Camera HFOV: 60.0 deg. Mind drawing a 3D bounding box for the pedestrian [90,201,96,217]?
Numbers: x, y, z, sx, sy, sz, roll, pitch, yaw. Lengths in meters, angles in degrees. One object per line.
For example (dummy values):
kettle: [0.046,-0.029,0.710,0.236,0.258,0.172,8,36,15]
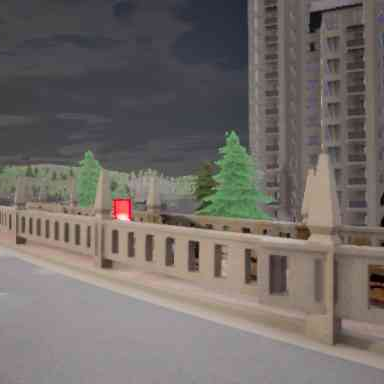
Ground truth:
pedestrian: [-3.692,1.167,12.530,0.375,1.860,0.375,-1,-1,44]
